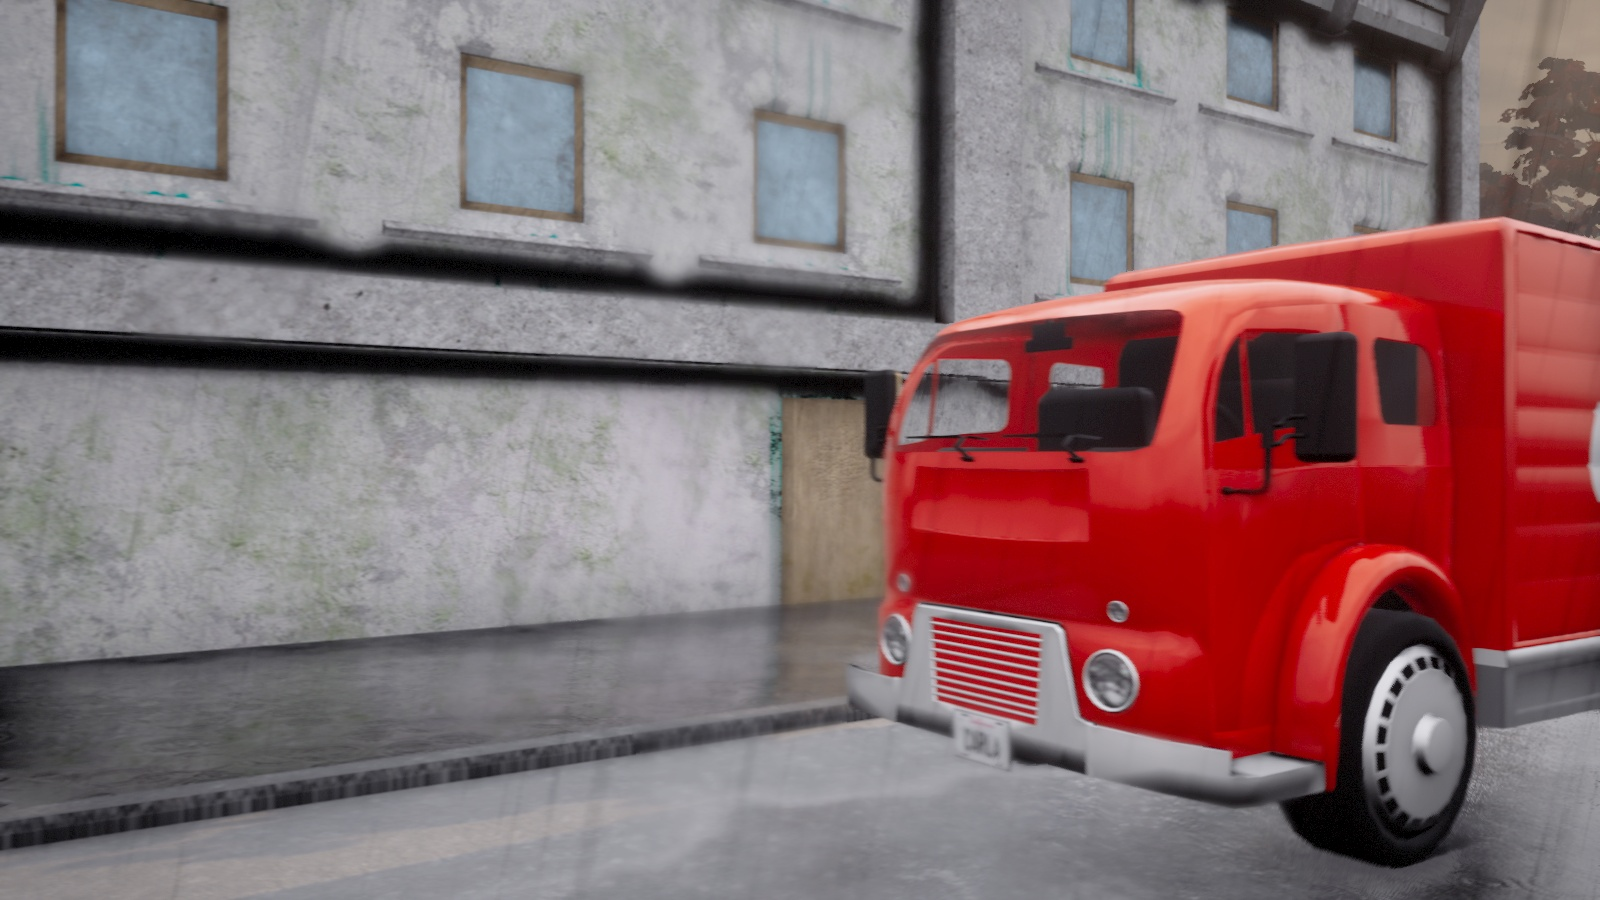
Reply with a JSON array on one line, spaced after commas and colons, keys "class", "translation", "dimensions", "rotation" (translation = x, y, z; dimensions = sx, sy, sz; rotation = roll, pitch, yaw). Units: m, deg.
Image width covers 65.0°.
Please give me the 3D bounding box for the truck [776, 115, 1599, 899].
[{"class": "truck", "translation": [2.775, 0.275, 6.202], "dimensions": [5.204, 2.467, 2.627], "rotation": [0, 0, -35]}]
